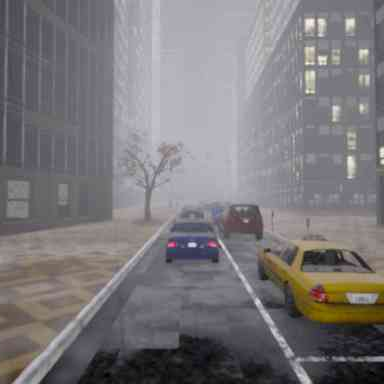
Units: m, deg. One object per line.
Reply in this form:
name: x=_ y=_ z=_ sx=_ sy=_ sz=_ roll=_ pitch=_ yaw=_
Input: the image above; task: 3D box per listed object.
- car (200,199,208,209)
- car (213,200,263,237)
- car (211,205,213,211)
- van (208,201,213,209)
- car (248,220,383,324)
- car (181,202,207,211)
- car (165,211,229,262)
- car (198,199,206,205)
car: x=2.601 y=2.081 z=51.723 sx=1.887 sy=1.381 sz=4.507 roll=1 pitch=-1 yaw=0
car: x=2.591 y=1.499 z=18.323 sx=2.192 sy=1.841 sz=5.009 roll=1 pitch=-1 yaw=0
car: x=2.588 y=1.822 z=23.887 sx=1.802 sy=1.307 sz=4.206 roll=1 pitch=-1 yaw=0
van: x=2.595 y=1.639 z=29.457 sx=1.690 sy=1.788 sz=3.998 roll=1 pitch=-1 yaw=0
car: x=2.582 y=1.600 z=7.357 sx=1.752 sy=1.417 sz=4.829 roll=1 pitch=-1 yaw=0
car: x=0.025 y=1.853 z=28.507 sx=1.994 sy=1.385 sz=4.181 roll=0 pitch=0 yaw=0
car: x=0.013 y=1.674 z=12.580 sx=2.033 sy=1.411 sz=5.357 roll=0 pitch=-1 yaw=0
car: x=2.614 y=2.501 z=85.123 sx=1.802 sy=1.307 sz=4.206 roll=1 pitch=-1 yaw=0
